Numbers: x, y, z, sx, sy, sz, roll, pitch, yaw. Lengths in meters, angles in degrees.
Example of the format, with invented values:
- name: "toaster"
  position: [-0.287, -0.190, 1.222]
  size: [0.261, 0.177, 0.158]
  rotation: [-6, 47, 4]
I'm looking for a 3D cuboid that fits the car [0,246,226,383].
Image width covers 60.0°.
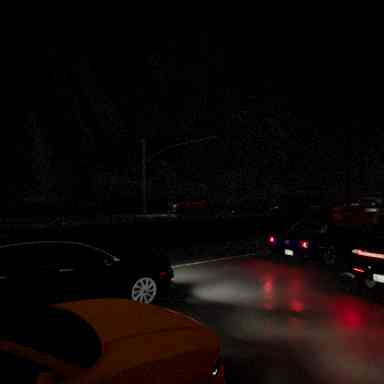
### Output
- name: "car"
  position: [-1.969, 1.477, 2.320]
  size: [5.008, 1.535, 1.882]
  rotation: [0, 0, -36]

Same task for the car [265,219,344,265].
- name: "car"
  position: [4.818, 1.590, 11.652]
  size: [4.718, 1.301, 1.895]
  rotation: [0, 0, -36]

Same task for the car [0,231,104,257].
- name: "car"
  position: [-2.620, 1.504, 6.176]
  size: [4.892, 1.490, 1.837]
  rotation: [0, 0, -36]

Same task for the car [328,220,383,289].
- name: "car"
  position: [5.678, 1.483, 7.946]
  size: [4.902, 1.511, 2.128]
  rotation: [0, 0, -36]

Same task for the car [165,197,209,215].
- name: "car"
  position: [-0.537, 1.324, 34.014]
  size: [4.553, 1.767, 2.097]
  rotation: [0, 0, -36]

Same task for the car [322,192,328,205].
- name: "car"
  position: [16.990, 1.076, 46.978]
  size: [5.566, 2.045, 2.150]
  rotation: [0, 0, -36]

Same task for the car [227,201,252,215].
- name: "car"
  position: [5.078, 1.527, 29.460]
  size: [4.181, 1.385, 1.994]
  rotation: [0, 0, -36]

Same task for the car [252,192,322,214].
- name: "car"
  position: [7.787, 1.181, 27.110]
  size: [5.566, 2.045, 2.150]
  rotation: [0, 0, -36]

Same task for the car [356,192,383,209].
- name: "car"
  position: [23.945, 1.059, 43.416]
  size: [5.566, 2.045, 2.150]
  rotation: [0, 0, -36]

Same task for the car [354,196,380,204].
- name: "car"
  position: [29.669, 1.368, 56.303]
  size: [4.718, 1.301, 1.895]
  rotation: [0, 0, -36]
